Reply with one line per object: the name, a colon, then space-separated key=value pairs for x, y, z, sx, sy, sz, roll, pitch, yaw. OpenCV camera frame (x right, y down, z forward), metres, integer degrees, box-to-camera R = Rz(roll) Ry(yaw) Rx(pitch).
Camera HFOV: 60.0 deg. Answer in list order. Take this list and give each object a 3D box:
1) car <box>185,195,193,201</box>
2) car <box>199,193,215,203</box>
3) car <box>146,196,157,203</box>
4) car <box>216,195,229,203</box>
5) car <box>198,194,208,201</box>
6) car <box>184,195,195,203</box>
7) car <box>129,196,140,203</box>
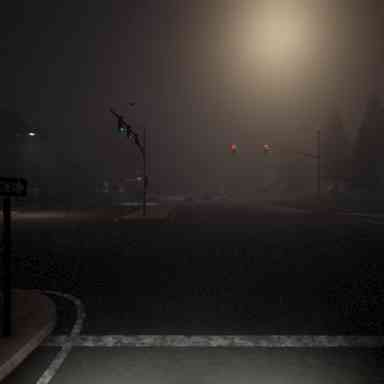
car: x=-0.750 y=1.505 z=83.492 sx=1.994 sy=1.385 sz=4.181 roll=0 pitch=0 yaw=-1
car: x=2.986 y=1.217 z=68.089 sx=2.150 sy=2.045 sz=5.566 roll=0 pitch=0 yaw=-1
car: x=-8.545 y=1.595 z=70.040 sx=1.895 sy=1.301 sz=4.718 roll=0 pitch=0 yaw=-1
car: x=6.484 y=1.526 z=68.510 sx=1.812 sy=1.442 sz=4.674 roll=0 pitch=0 yaw=-1
car: x=2.749 y=1.319 z=83.541 sx=2.097 sy=1.767 sz=4.553 roll=0 pitch=0 yaw=-1
car: x=-0.516 y=1.478 z=68.489 sx=1.882 sy=1.535 sz=5.008 roll=0 pitch=0 yaw=-1
car: x=-12.045 y=1.595 z=69.986 sx=1.895 sy=1.301 sz=4.718 roll=0 pitch=0 yaw=-1
